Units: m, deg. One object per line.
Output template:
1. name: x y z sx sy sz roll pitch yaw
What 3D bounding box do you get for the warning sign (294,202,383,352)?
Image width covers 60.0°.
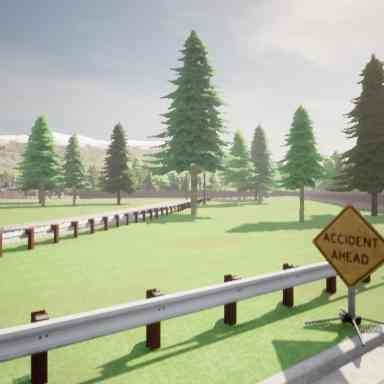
1. warning sign: 2.421 1.099 5.043 1.060 1.860 1.300 0 0 -36
